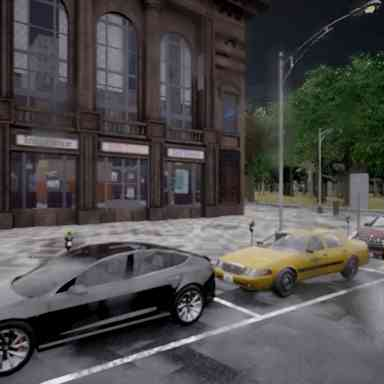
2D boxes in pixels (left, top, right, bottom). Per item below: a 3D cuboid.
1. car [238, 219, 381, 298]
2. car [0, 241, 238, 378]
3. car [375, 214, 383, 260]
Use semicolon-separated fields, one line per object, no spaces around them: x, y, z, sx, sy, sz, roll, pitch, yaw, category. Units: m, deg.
2.742;1.553;8.610;4.829;1.417;1.752;0;0;-36;car
-1.544;1.573;5.548;4.313;1.339;1.947;0;0;-36;car
7.306;1.490;11.869;4.097;1.590;1.967;0;0;-36;car
